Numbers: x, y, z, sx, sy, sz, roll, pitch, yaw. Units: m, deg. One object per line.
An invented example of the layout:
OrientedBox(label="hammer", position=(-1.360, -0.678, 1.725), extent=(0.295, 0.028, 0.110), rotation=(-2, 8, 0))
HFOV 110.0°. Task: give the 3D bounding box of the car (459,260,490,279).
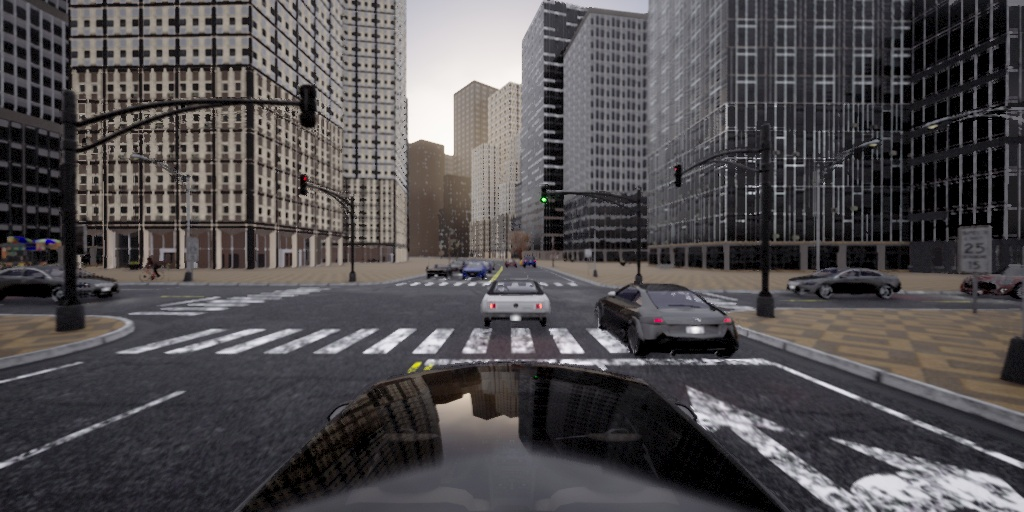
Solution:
OrientedBox(label="car", position=(-3.355, 1.266, 32.778), extent=(1.882, 1.535, 5.008), rotation=(0, 0, 0))

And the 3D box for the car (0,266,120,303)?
OrientedBox(label="car", position=(-20.224, 1.189, 15.767), extent=(4.902, 1.511, 2.128), rotation=(0, 0, 1))

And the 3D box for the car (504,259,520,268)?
OrientedBox(label="car", position=(-0.104, 1.316, 63.621), extent=(1.812, 1.442, 4.674), rotation=(0, 0, -2))

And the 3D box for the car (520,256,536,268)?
OrientedBox(label="car", position=(3.113, 1.011, 64.461), extent=(2.150, 2.045, 5.566), rotation=(0, 0, -2))

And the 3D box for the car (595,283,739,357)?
OrientedBox(label="car", position=(3.350, 1.326, 8.576), extent=(1.994, 1.385, 4.181), rotation=(0, 0, 0))

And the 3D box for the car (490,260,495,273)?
OrientedBox(label="car", position=(-3.355, 1.317, 42.122), extent=(1.812, 1.442, 4.674), rotation=(0, 0, 0))

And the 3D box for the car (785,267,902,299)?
OrientedBox(label="car", position=(16.813, 1.339, 18.332), extent=(4.902, 1.511, 2.128), rotation=(0, 0, 1))

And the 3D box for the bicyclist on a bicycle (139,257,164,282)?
OrientedBox(label="bicyclist on a bicycle", position=(-24.711, 0.923, 24.612), extent=(0.582, 1.620, 1.656), rotation=(0, 1, 1))

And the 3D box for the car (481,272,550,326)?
OrientedBox(label="car", position=(0.102, 1.385, 11.815), extent=(1.895, 1.301, 4.718), rotation=(0, 0, 0))

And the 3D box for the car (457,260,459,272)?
OrientedBox(label="car", position=(-6.606, 1.297, 43.797), extent=(1.837, 1.490, 4.892), rotation=(0, 0, 0))

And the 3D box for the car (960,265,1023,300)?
OrientedBox(label="car", position=(25.895, 1.240, 18.139), extent=(4.553, 1.767, 2.097), rotation=(0, 0, 1))

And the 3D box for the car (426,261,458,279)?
OrientedBox(label="car", position=(-6.607, 1.390, 33.446), extent=(1.895, 1.301, 4.718), rotation=(0, 0, 0))
